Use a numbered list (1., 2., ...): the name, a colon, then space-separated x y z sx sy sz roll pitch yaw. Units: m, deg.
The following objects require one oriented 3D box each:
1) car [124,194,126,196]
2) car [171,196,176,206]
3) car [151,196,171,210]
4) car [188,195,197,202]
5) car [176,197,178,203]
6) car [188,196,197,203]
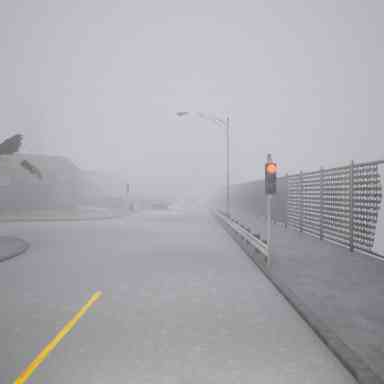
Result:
1. car: -17.260 1.134 78.260 3.633 1.501 1.845 0 0 0
2. car: -4.076 1.507 54.497 1.837 1.490 4.892 0 -1 0
3. car: -4.089 1.478 42.824 1.882 1.535 5.008 0 0 0
4. car: 0.017 1.540 78.674 2.033 1.411 5.357 0 0 0
5. car: -3.984 1.547 69.276 2.033 1.411 5.357 0 0 0
6. car: 0.119 1.547 67.870 2.033 1.411 5.357 0 0 0
